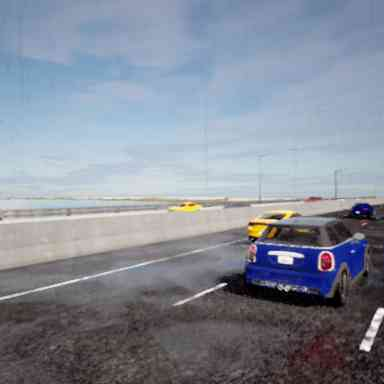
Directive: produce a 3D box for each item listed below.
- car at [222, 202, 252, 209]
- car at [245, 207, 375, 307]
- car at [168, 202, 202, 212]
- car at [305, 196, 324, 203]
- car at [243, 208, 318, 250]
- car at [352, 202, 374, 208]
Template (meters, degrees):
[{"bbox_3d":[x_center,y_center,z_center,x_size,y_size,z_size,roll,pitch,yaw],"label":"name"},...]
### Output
[{"bbox_3d":[5.844,2.019,42.166,2.033,1.411,5.357,-1,-1,37],"label":"car"},{"bbox_3d":[3.180,1.435,8.591,2.097,1.767,4.553,-1,-1,36],"label":"car"},{"bbox_3d":[-0.771,1.974,39.106,1.882,1.535,5.008,-1,-1,36],"label":"car"},{"bbox_3d":[20.731,1.725,56.137,2.150,2.045,5.566,-1,-1,33],"label":"car"},{"bbox_3d":[4.525,1.645,16.394,1.882,1.535,5.008,-1,-1,36],"label":"car"},{"bbox_3d":[17.236,1.785,33.704,1.812,1.442,4.674,-1,-1,37],"label":"car"}]
